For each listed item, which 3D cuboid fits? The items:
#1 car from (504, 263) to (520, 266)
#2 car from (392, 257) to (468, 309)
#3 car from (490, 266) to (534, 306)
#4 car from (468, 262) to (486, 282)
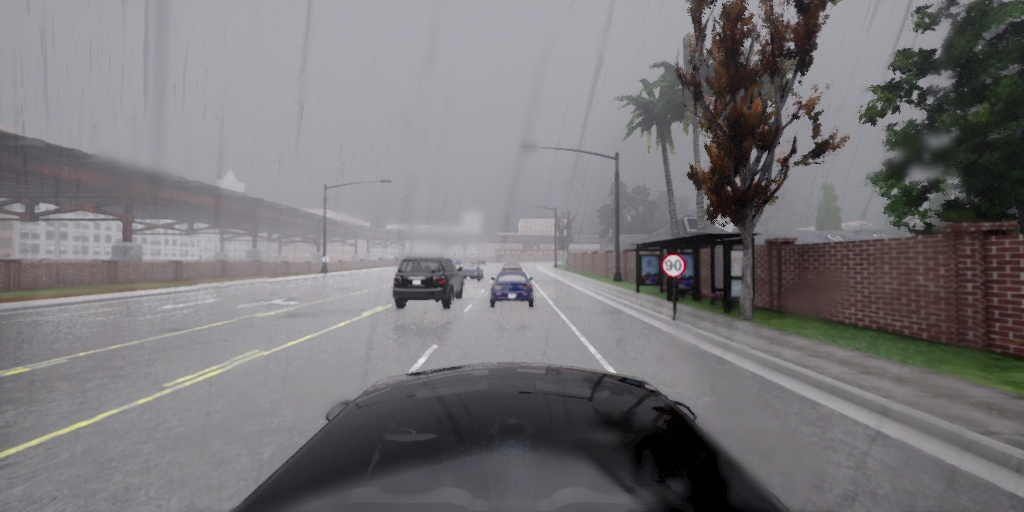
[{"bbox_3d":[-0.004,1.354,31.331,1.882,1.535,5.008,0,0,0],"label":"car"},{"bbox_3d":[-3.503,1.070,15.858,2.150,2.045,5.566,0,0,0],"label":"car"},{"bbox_3d":[-0.001,1.381,16.235,1.812,1.442,4.674,0,0,0],"label":"car"},{"bbox_3d":[-3.507,1.478,30.964,1.895,1.301,4.718,0,0,0],"label":"car"}]
